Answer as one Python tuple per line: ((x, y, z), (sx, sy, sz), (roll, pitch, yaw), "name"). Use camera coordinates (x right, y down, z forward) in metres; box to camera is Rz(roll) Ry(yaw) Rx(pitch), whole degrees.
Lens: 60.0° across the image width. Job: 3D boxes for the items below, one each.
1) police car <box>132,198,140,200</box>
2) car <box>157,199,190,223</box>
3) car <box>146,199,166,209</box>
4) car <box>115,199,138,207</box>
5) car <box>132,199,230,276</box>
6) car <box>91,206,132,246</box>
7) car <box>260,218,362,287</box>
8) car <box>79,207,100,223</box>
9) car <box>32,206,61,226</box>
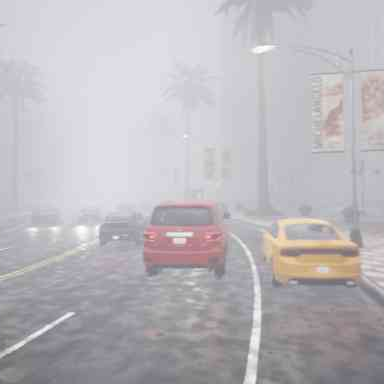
((-6.851, 1.850, 46.407), (1.930, 1.638, 5.238), (-1, 0, -17), "police car")
((-1.710, 1.562, 28.896), (2.097, 1.767, 4.553), (-1, 0, -14), "car")
((-5.827, 1.927, 53.656), (2.231, 1.521, 4.892), (-1, 0, -17), "car")
((-7.287, 1.850, 36.075), (1.882, 1.535, 5.008), (-1, 0, -16), "car")
((0.015, 1.285, 10.706), (2.150, 2.045, 5.566), (-1, 0, 7), "car")
((-3.219, 1.673, 16.456), (1.837, 1.490, 4.892), (-1, 0, 0), "car")
((3.027, 1.467, 9.310), (1.882, 1.535, 5.008), (-1, 0, 8), "car")
((-8.914, 1.971, 29.225), (1.895, 1.301, 4.718), (-1, 0, -17), "car")
((-12.271, 1.946, 28.232), (1.882, 1.535, 5.008), (-1, 0, -17), "car")
